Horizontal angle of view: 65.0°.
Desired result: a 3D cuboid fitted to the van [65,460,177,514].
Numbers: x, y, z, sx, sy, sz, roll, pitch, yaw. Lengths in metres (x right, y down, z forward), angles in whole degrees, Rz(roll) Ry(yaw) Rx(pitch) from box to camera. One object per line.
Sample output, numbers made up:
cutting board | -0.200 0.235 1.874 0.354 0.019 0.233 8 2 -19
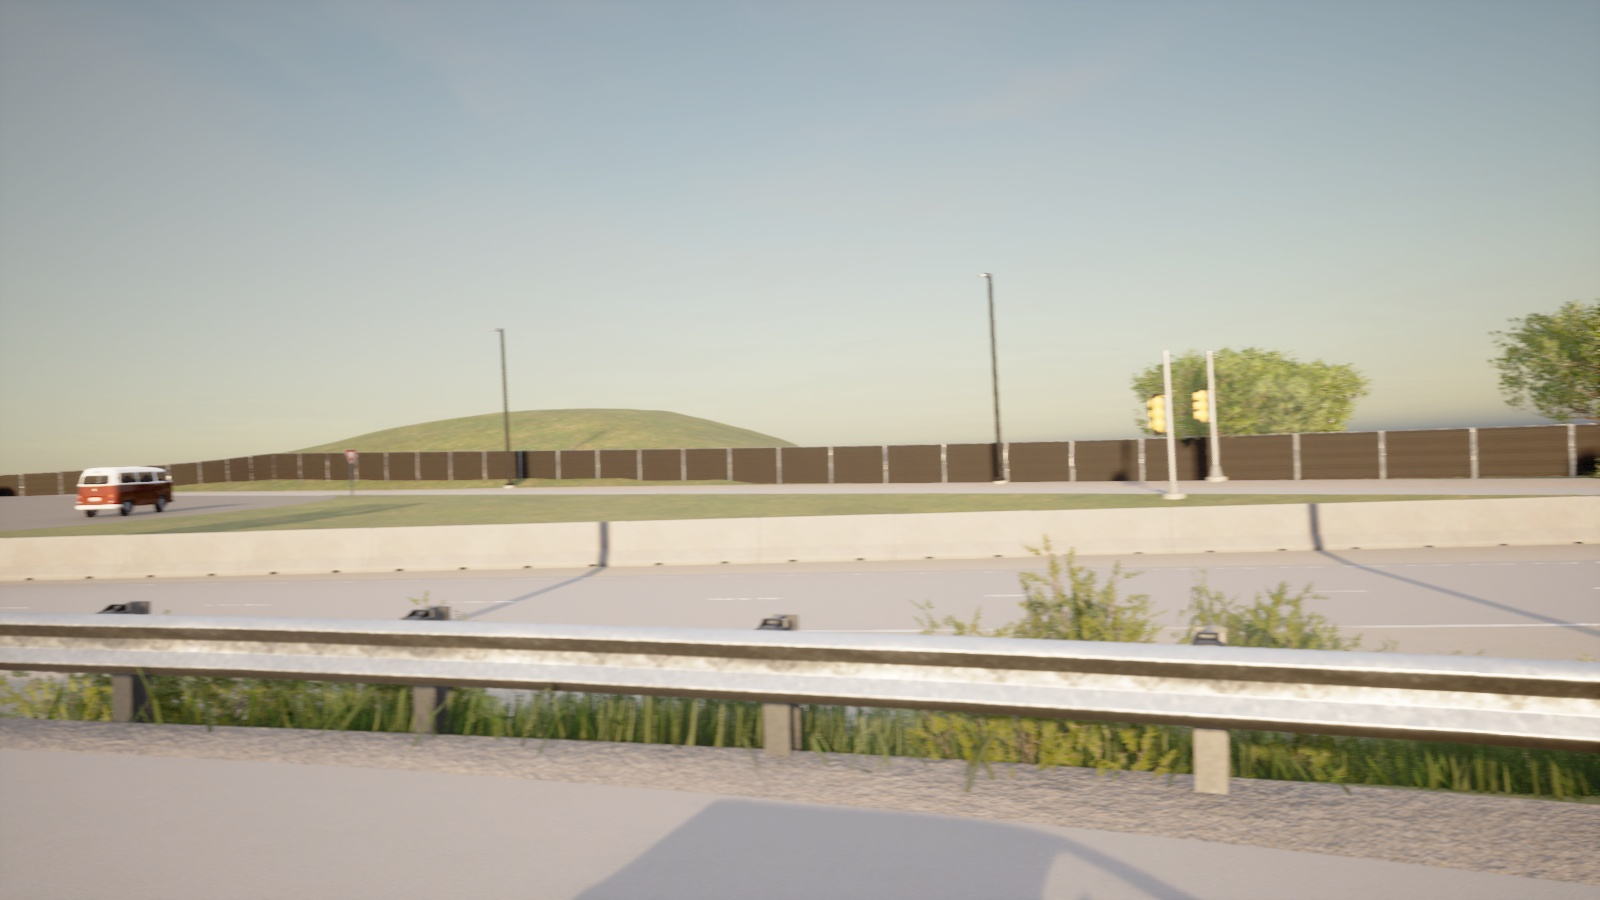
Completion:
van | -28.655 1.519 53.165 2.069 2.038 4.480 -1 0 4
